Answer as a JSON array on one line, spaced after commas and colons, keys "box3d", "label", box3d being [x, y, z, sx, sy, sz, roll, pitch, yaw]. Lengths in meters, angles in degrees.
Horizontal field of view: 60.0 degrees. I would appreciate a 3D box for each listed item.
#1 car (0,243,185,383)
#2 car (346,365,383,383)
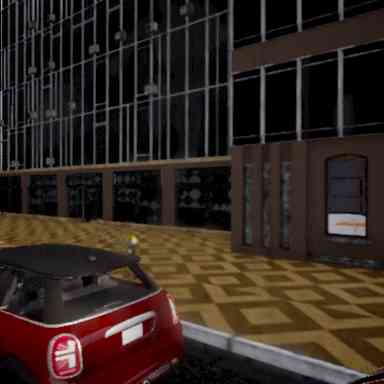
[{"box3d": [-2.168, 1.415, 4.422, 4.097, 1.590, 1.967, 0, 0, 35], "label": "car"}, {"box3d": [2.466, 1.449, 1.117, 4.097, 1.590, 1.967, 0, 0, 35], "label": "car"}]
